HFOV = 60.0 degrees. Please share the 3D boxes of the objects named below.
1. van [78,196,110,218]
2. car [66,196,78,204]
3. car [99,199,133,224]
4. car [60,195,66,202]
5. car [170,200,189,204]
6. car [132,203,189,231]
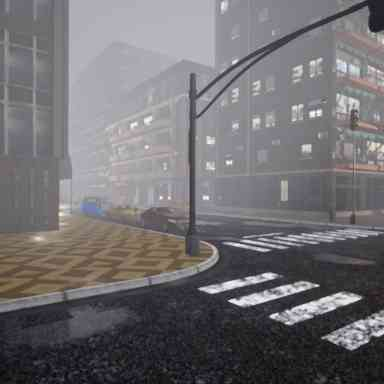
[{"bbox_3d":[-8.263,1.263,29.049,1.690,1.788,3.998,0,0,-36],"label":"van"},{"bbox_3d":[-21.368,1.442,61.681,1.752,1.417,4.829,0,0,-36],"label":"car"},{"bbox_3d":[-4.861,1.456,24.309,1.752,1.417,4.829,0,0,-36],"label":"car"},{"bbox_3d":[-27.873,1.355,70.745,1.967,1.590,4.097,0,0,-36],"label":"car"},{"bbox_3d":[-1.554,1.482,34.073,1.752,1.417,4.829,0,0,-36],"label":"car"},{"bbox_3d":[-1.659,1.523,19.846,1.802,1.307,4.206,0,0,-36],"label":"car"}]
